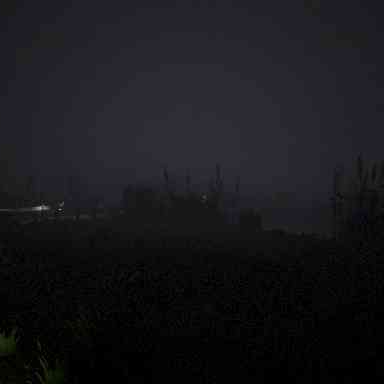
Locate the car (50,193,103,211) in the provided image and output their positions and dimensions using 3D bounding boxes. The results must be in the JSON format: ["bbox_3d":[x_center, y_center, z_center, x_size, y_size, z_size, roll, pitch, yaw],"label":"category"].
[{"bbox_3d":[-10.527,0.961,30.377,2.097,1.767,4.553,0,3,40],"label":"car"}]

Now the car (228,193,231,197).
[{"bbox_3d":[4.577,0.837,41.409,1.812,1.442,4.674,0,-1,43],"label":"car"}]

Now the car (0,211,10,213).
[{"bbox_3d":[-13.656,1.573,21.043,1.895,1.301,4.718,0,1,40],"label":"car"}]
